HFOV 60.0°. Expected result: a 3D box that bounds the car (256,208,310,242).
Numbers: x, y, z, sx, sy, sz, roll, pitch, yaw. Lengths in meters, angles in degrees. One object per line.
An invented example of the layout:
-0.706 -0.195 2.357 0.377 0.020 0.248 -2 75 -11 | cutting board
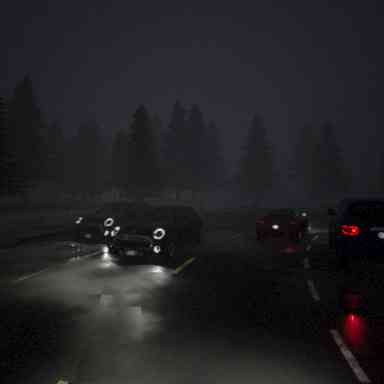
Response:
4.553 1.498 16.364 1.994 1.385 4.181 0 0 26 | car

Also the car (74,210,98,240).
-3.448 1.242 15.902 2.097 1.767 4.553 1 0 23 | car

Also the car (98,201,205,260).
-1.111 1.276 12.308 2.097 1.767 4.553 1 0 20 | car

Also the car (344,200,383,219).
15.464 1.488 29.328 4.181 1.385 1.994 0 0 -39 | car

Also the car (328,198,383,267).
5.853 1.193 11.049 2.150 2.045 5.566 0 0 20 | car
